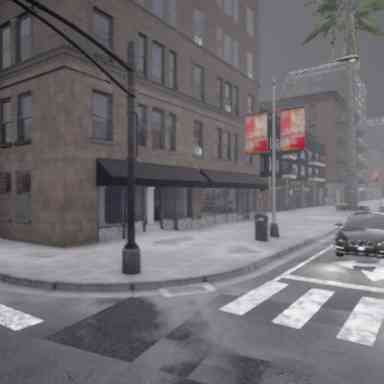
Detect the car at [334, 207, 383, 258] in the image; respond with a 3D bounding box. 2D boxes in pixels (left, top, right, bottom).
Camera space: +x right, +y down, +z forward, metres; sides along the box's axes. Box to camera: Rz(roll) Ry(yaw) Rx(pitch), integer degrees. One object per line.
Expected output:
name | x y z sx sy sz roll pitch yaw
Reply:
car | 6.653 1.516 12.375 1.837 1.490 4.892 0 0 35
